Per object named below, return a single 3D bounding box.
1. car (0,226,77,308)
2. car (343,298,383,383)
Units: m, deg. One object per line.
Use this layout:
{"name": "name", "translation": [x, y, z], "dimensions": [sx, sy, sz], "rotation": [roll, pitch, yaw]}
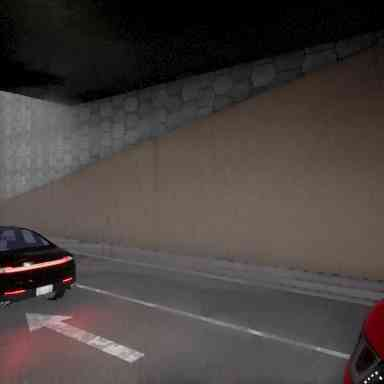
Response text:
{"name": "car", "translation": [-4.533, 1.492, 7.202], "dimensions": [4.902, 1.511, 2.128], "rotation": [0, 0, 36]}
{"name": "car", "translation": [3.644, 1.221, 1.345], "dimensions": [5.566, 2.045, 2.150], "rotation": [0, 0, 35]}
